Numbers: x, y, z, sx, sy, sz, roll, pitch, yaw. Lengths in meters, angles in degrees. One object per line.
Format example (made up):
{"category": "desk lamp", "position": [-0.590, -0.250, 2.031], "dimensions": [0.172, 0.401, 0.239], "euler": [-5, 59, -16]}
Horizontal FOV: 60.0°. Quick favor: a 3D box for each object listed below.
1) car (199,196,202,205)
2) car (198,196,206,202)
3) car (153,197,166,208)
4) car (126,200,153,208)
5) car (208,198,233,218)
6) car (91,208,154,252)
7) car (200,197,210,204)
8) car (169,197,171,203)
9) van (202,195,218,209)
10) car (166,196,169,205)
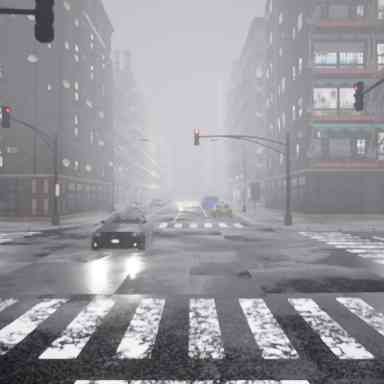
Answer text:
{"category": "car", "position": [2.576, 1.376, 49.901], "dimensions": [2.192, 1.841, 5.009], "euler": [1, 0, 0]}
{"category": "car", "position": [2.572, 1.676, 83.838], "dimensions": [1.887, 1.381, 4.507], "euler": [1, 0, 0]}
{"category": "car", "position": [-5.307, 1.643, 49.842], "dimensions": [1.802, 1.307, 4.206], "euler": [1, 0, 0]}
{"category": "car", "position": [-5.436, 1.584, 32.869], "dimensions": [2.008, 1.369, 4.403], "euler": [1, 0, 0]}
{"category": "car", "position": [2.704, 1.555, 30.414], "dimensions": [1.752, 1.417, 4.829], "euler": [1, 0, 0]}
{"category": "car", "position": [-2.749, 1.577, 13.899], "dimensions": [1.994, 1.385, 4.181], "euler": [0, 0, 0]}
{"category": "car", "position": [2.573, 1.643, 66.870], "dimensions": [2.008, 1.369, 4.403], "euler": [1, 0, 0]}
{"category": "car", "position": [-5.308, 1.663, 61.158], "dimensions": [1.802, 1.307, 4.206], "euler": [1, 0, 0]}
{"category": "van", "position": [2.608, 1.392, 44.248], "dimensions": [1.690, 1.788, 3.998], "euler": [1, 0, 0]}
{"category": "car", "position": [-5.307, 1.596, 55.330], "dimensions": [1.752, 1.417, 4.829], "euler": [1, 0, 0]}
